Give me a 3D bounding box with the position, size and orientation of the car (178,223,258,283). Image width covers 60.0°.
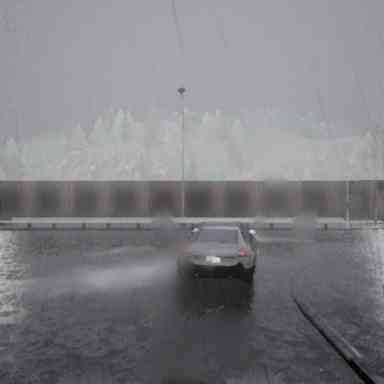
[{"bbox_3d":[0.926,1.611,9.977,1.994,1.385,4.181,0,0,12],"label":"car"}]
